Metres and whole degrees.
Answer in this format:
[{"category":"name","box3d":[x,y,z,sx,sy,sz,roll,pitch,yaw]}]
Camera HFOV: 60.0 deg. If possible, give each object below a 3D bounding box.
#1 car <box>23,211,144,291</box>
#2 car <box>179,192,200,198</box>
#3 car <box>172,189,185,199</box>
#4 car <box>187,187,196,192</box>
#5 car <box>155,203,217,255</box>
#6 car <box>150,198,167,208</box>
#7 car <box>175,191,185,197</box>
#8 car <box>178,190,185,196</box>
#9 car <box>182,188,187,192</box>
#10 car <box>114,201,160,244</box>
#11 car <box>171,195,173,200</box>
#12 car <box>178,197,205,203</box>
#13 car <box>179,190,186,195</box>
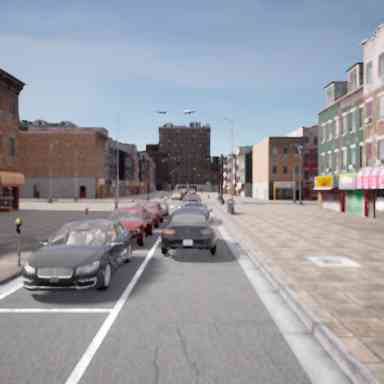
[{"category":"car","box3d":[-2.634,1.406,8.536,2.008,1.369,4.403,0,1,0]},{"category":"car","box3d":[0.109,0.998,31.562,1.837,1.490,4.892,0,1,2]},{"category":"car","box3d":[-2.640,0.651,56.800,1.752,1.417,4.829,0,1,0]},{"category":"car","box3d":[-0.008,0.004,83.685,2.097,1.767,4.553,0,1,0]},{"category":"car","box3d":[-0.081,1.321,12.241,1.812,1.442,4.674,0,1,1]},{"category":"car","box3d":[-2.635,1.223,19.523,1.887,1.381,4.507,0,1,0]},{"category":"car","box3d":[-2.642,0.451,73.300,2.008,1.369,4.403,0,1,0]},{"category":"car","box3d":[-2.643,0.284,84.017,1.752,1.417,4.829,0,1,0]},{"category":"car","box3d":[-2.640,0.363,62.409,2.192,1.841,5.009,0,1,0]},{"category":"car","box3d":[-2.634,1.310,14.029,1.887,1.381,4.507,0,1,0]},{"category":"car","box3d":[-2.636,1.121,24.845,1.752,1.417,4.829,0,1,0]},{"category":"car","box3d":[0.092,1.252,21.264,1.895,1.301,4.718,0,1,0]},{"category":"car","box3d":[-2.645,0.161,95.075,1.887,1.381,4.507,0,1,0]}]
